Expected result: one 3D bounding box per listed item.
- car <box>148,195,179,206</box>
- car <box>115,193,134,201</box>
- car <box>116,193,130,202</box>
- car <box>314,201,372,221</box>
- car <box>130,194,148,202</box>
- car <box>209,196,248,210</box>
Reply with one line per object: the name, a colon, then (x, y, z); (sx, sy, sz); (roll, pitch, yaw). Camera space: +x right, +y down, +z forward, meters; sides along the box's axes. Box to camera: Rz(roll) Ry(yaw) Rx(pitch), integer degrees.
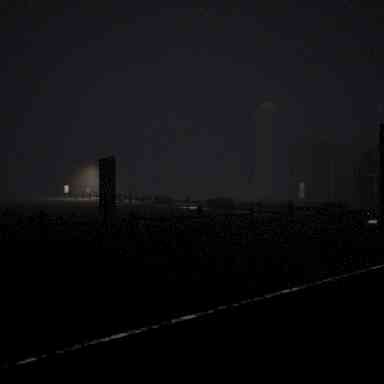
car: (-3.792, 1.118, 47.679); (2.128, 1.511, 4.902); (-1, 1, -36)
car: (-13.511, 0.906, 66.064); (1.837, 1.490, 4.892); (-1, 1, -36)
car: (-12.823, 0.973, 60.395); (1.837, 1.490, 4.892); (-1, 1, -36)
car: (11.879, 1.437, 26.384); (1.994, 1.385, 4.181); (-1, 1, -40)
car: (-8.653, 1.084, 59.333); (1.895, 1.301, 4.718); (-1, 1, -36)
car: (3.978, 1.229, 36.853); (1.882, 1.535, 5.008); (-1, 1, -36)
